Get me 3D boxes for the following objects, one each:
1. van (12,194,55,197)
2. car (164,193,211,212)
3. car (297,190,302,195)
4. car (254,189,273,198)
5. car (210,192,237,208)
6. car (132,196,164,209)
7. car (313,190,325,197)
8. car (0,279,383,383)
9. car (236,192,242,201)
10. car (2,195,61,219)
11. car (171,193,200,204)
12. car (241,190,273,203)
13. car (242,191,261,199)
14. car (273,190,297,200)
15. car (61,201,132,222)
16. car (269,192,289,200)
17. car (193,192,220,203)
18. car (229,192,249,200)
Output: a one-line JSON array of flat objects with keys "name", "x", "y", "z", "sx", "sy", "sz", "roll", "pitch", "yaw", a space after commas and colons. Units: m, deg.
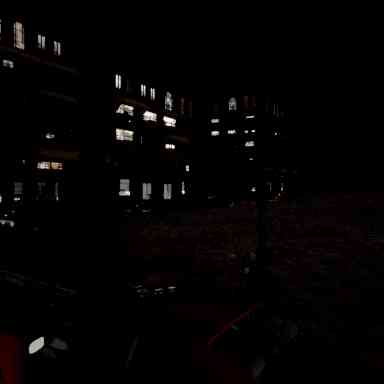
[{"name": "van", "x": -13.581, "y": 1.036, "z": 28.500, "sx": 1.690, "sy": 1.788, "sz": 3.998, "roll": 2, "pitch": 2, "yaw": 35}, {"name": "car", "x": -0.350, "y": 1.133, "z": 32.880, "sx": 1.887, "sy": 1.381, "sz": 4.507, "roll": 2, "pitch": 2, "yaw": 35}, {"name": "car", "x": 27.682, "y": 0.116, "z": 87.990, "sx": 1.887, "sy": 1.381, "sz": 4.507, "roll": 2, "pitch": 2, "yaw": 35}, {"name": "car", "x": 14.988, "y": 0.228, "z": 69.681, "sx": 2.192, "sy": 1.841, "sz": 5.009, "roll": 2, "pitch": 2, "yaw": 35}, {"name": "car", "x": 2.824, "y": 1.051, "z": 37.456, "sx": 2.008, "sy": 1.369, "sz": 4.403, "roll": 2, "pitch": 2, "yaw": 35}, {"name": "car", "x": -4.570, "y": 1.126, "z": 36.974, "sx": 1.895, "sy": 1.301, "sz": 4.718, "roll": 1, "pitch": 1, "yaw": 35}, {"name": "car", "x": 28.898, "y": 0.259, "z": 75.639, "sx": 1.882, "sy": 1.535, "sz": 5.008, "roll": 1, "pitch": 1, "yaw": 35}, {"name": "car", "x": -0.314, "y": 1.544, "z": 3.089, "sx": 4.507, "sy": 1.381, "sz": 1.887, "roll": 0, "pitch": 0, "yaw": 36}, {"name": "car", "x": 6.091, "y": 0.760, "z": 52.213, "sx": 1.812, "sy": 1.442, "sz": 4.674, "roll": 1, "pitch": 1, "yaw": 35}, {"name": "car", "x": -11.915, "y": 1.276, "z": 26.362, "sx": 2.033, "sy": 1.411, "sz": 5.357, "roll": 1, "pitch": 1, "yaw": 36}, {"name": "car", "x": -0.886, "y": 0.910, "z": 46.809, "sx": 1.947, "sy": 1.339, "sz": 4.313, "roll": 2, "pitch": 2, "yaw": 35}, {"name": "car", "x": 9.173, "y": 0.877, "z": 46.608, "sx": 2.008, "sy": 1.369, "sz": 4.403, "roll": 2, "pitch": 2, "yaw": 35}, {"name": "car", "x": 11.714, "y": 0.527, "z": 64.971, "sx": 1.752, "sy": 1.417, "sz": 4.829, "roll": 2, "pitch": 2, "yaw": 35}, {"name": "car", "x": 15.619, "y": 0.676, "z": 55.899, "sx": 1.752, "sy": 1.417, "sz": 4.829, "roll": 2, "pitch": 2, "yaw": 35}, {"name": "car", "x": -6.698, "y": 1.329, "z": 23.730, "sx": 1.947, "sy": 1.339, "sz": 4.313, "roll": 2, "pitch": 2, "yaw": 35}, {"name": "car", "x": 16.010, "y": 0.662, "z": 61.032, "sx": 1.895, "sy": 1.301, "sz": 4.718, "roll": 1, "pitch": 1, "yaw": 35}, {"name": "car", "x": 2.288, "y": 0.808, "z": 51.384, "sx": 2.008, "sy": 1.369, "sz": 4.403, "roll": 2, "pitch": 2, "yaw": 35}, {"name": "car", "x": 8.636, "y": 0.651, "z": 60.536, "sx": 1.947, "sy": 1.339, "sz": 4.313, "roll": 2, "pitch": 2, "yaw": 35}]
